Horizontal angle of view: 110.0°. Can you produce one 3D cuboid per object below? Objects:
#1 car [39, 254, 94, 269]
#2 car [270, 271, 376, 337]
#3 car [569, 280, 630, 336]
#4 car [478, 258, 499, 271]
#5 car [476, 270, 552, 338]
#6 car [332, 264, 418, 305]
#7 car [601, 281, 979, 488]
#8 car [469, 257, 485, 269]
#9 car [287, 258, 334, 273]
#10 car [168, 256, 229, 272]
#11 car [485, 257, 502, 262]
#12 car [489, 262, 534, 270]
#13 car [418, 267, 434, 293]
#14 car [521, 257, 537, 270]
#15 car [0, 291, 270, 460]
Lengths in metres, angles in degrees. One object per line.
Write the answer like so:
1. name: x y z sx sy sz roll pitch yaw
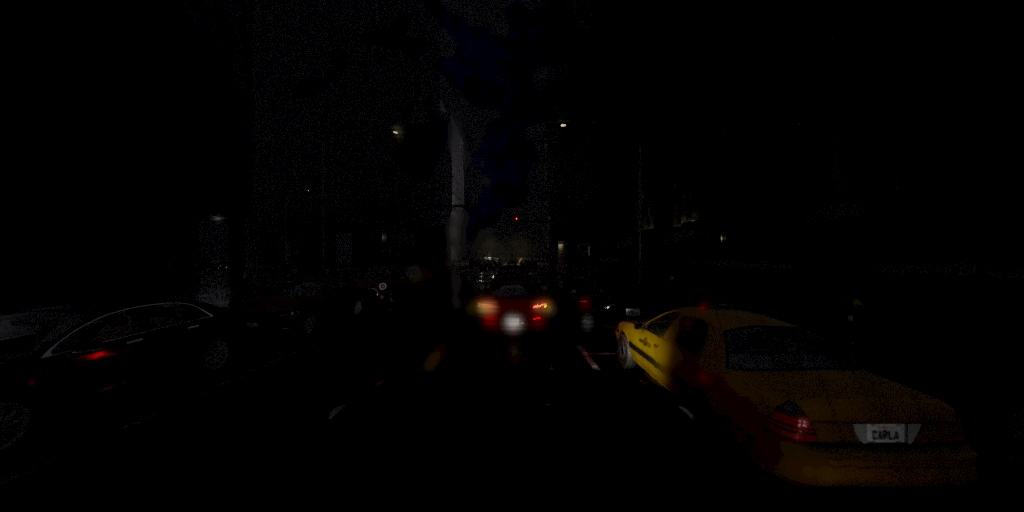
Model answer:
1. car: -40.567 0.560 32.550 4.181 1.385 1.994 1 0 0
2. car: -5.769 1.295 10.235 1.888 1.381 4.507 0 0 0
3. car: 2.756 1.316 10.245 1.948 1.339 4.313 0 0 0
4. car: -3.140 1.285 47.966 1.812 1.442 4.674 0 0 0
5. car: 0.063 1.276 10.079 1.812 1.442 4.674 0 0 0
6. car: -5.774 1.191 15.692 1.967 1.591 4.097 0 0 0
7. car: 2.761 1.275 4.958 1.751 1.417 4.829 0 0 0
8. car: -5.814 1.079 58.556 2.192 1.841 5.009 0 0 0
9. car: -17.850 0.936 32.596 4.892 1.490 1.837 1 0 0
10. car: -28.253 0.734 32.568 4.892 1.490 1.837 1 0 0
11. car: -3.136 1.328 57.934 1.994 1.385 4.181 0 0 0
12. car: 0.003 1.256 18.946 1.837 1.490 4.892 0 0 0
13. car: -5.779 1.277 20.979 1.751 1.417 4.829 0 0 0
14. car: 2.716 1.201 53.127 1.967 1.591 4.097 0 0 0
15. car: -5.764 1.301 4.778 2.007 1.370 4.403 0 0 0
